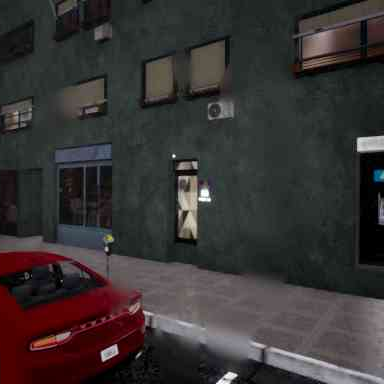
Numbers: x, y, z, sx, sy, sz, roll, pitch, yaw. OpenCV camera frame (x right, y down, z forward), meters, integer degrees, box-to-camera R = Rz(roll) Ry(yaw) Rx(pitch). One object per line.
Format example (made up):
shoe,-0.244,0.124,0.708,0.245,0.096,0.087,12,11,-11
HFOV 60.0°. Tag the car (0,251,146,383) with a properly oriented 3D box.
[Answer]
car,-2.676,1.544,4.772,4.507,1.381,1.887,0,0,35
